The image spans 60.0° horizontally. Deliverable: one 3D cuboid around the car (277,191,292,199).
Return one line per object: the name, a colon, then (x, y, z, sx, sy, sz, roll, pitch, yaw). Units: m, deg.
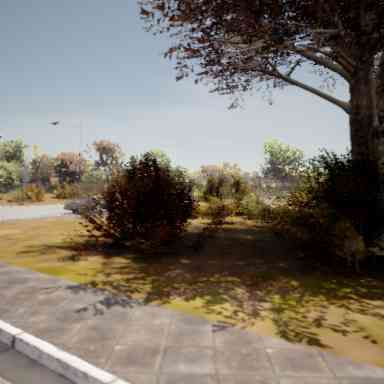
car: (25.440, 0.796, 91.447, 2.150, 2.045, 5.566, 1, 0, 37)

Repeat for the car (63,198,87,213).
car: (-9.751, 1.264, 32.201, 2.033, 1.411, 5.357, 1, 0, 33)

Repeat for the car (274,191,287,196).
car: (22.280, 1.229, 81.020, 1.837, 1.490, 4.892, 1, 0, 35)

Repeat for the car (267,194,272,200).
car: (19.633, 1.241, 83.340, 1.994, 1.385, 4.181, 1, 0, 35)
